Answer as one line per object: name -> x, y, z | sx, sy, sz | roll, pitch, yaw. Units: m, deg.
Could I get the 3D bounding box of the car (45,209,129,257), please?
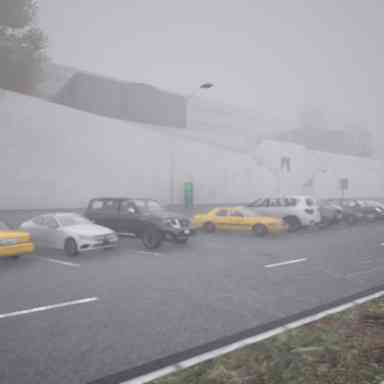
car -> -4.952, 1.542, 13.042 | 4.674, 1.452, 2.002 | -1, -1, 34

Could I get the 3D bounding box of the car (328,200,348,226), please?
car -> 7.248, 1.505, 21.770 | 4.792, 1.488, 2.163 | -1, 0, 34

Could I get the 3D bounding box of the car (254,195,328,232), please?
car -> 4.804, 1.241, 20.030 | 5.566, 2.045, 2.435 | -1, 0, 34

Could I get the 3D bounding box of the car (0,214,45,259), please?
car -> -7.551, 1.493, 11.394 | 5.366, 1.575, 1.946 | -1, -1, 35

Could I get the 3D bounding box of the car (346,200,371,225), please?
car -> 9.724, 1.499, 23.508 | 4.674, 1.452, 2.002 | -1, -1, 35

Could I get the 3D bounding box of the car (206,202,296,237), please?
car -> 2.538, 1.496, 18.168 | 5.366, 1.575, 1.946 | -1, -1, 34

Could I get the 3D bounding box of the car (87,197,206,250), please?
car -> -2.478, 1.259, 14.774 | 5.566, 2.045, 2.435 | -1, -1, 35

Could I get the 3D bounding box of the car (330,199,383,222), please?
car -> 12.139, 1.306, 25.267 | 4.553, 1.767, 2.185 | -1, -1, 35
